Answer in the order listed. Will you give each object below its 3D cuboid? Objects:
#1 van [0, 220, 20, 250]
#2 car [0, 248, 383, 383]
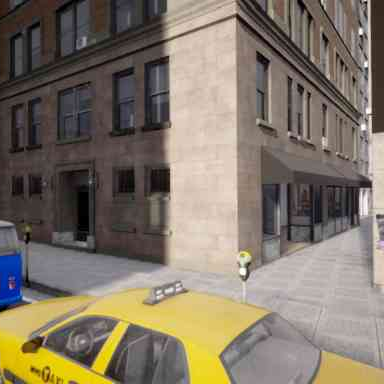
[{"bbox_3d":[-4.928,1.340,6.383,3.998,1.788,1.690,0,-1,36],"label":"van"},{"bbox_3d":[-0.452,1.525,3.181,4.829,1.417,1.752,0,-1,36],"label":"car"}]
